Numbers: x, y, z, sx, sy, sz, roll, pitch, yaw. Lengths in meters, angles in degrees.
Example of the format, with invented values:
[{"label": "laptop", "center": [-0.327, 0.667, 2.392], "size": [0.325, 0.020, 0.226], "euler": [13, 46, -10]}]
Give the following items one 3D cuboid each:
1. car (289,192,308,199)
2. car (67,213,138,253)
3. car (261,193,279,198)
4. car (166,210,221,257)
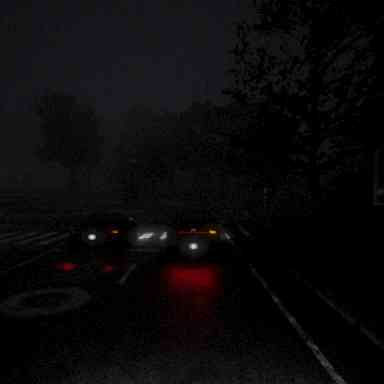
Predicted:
[{"label": "car", "center": [20.618, 0.606, 64.582], "size": [1.994, 1.385, 4.181], "euler": [0, 2, -15]}, {"label": "car", "center": [-3.433, 1.517, 13.473], "size": [1.994, 1.385, 4.181], "euler": [0, 0, 0]}, {"label": "car", "center": [16.020, 0.440, 68.267], "size": [1.812, 1.442, 4.674], "euler": [-1, 2, -23]}, {"label": "car", "center": [0.064, 1.462, 12.847], "size": [1.837, 1.490, 4.892], "euler": [0, 0, 0]}]
